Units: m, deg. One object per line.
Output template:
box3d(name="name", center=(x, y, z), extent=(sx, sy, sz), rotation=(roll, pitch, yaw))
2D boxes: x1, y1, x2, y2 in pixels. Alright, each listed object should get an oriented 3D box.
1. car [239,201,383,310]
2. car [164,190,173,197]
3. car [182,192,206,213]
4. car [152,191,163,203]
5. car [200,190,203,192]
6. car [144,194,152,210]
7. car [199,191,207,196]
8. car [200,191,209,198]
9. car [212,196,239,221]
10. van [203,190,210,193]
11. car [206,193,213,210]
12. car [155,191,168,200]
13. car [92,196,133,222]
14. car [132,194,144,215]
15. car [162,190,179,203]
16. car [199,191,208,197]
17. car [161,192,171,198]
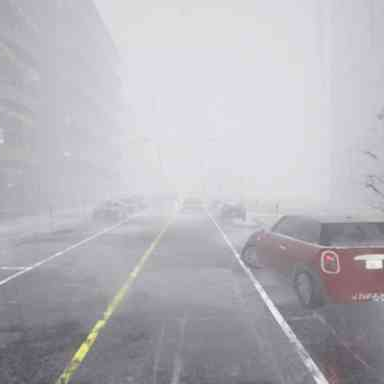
box3d(name="car", center=(2.848, 1.244, 7.874), extent=(2.097, 1.767, 4.553), rotation=(0, 1, -8))
box3d(name="car", center=(-5.804, 0.342, 82.385), extent=(1.967, 1.590, 4.097), rotation=(1, 1, 0))
box3d(name="car", center=(0.093, 1.056, 31.339), extent=(1.882, 1.535, 5.008), rotation=(0, 0, 0))
box3d(name="car", center=(-5.677, 0.896, 51.207), extent=(1.802, 1.307, 4.206), rotation=(1, 1, 0))
box3d(name="car", center=(0.077, 0.866, 46.777), extent=(2.128, 1.511, 4.902), rotation=(0, 1, 0))
box3d(name="car", center=(-5.676, 0.976, 34.497), extent=(1.967, 1.590, 4.097), rotation=(1, 1, 0))
box3d(name="car", center=(2.834, 0.350, 90.191), extent=(2.008, 1.369, 4.403), rotation=(1, 1, 0))
box3d(name="car", center=(2.788, 0.555, 74.192), extent=(1.887, 1.381, 4.507), rotation=(1, 1, 0))
box3d(name="car", center=(2.702, 1.230, 23.359), extent=(1.887, 1.381, 4.507), rotation=(1, 1, 0))
box3d(name="van", center=(2.734, 0.463, 65.729), extent=(1.690, 1.788, 3.998), rotation=(1, 1, 0))
box3d(name="car", center=(2.703, 1.087, 34.497), extent=(2.008, 1.369, 4.403), rotation=(1, 1, 0))
box3d(name="car", center=(-5.680, 0.607, 62.344), extent=(1.967, 1.590, 4.097), rotation=(1, 1, 0))
box3d(name="car", center=(-5.678, 1.230, 23.360), extent=(1.887, 1.381, 4.507), rotation=(1, 1, 0))
box3d(name="car", center=(-5.678, 1.176, 28.930), extent=(1.947, 1.339, 4.313), rotation=(1, 1, 0))
box3d(name="car", center=(-3.047, 0.820, 51.295), extent=(1.837, 1.490, 4.892), rotation=(0, 0, 0))
box3d(name="car", center=(2.834, 0.423, 84.622), extent=(2.008, 1.369, 4.403), rotation=(1, 1, 0))
box3d(name="car", center=(-5.756, 0.601, 73.483), extent=(1.802, 1.307, 4.206), rotation=(1, 1, 0))
